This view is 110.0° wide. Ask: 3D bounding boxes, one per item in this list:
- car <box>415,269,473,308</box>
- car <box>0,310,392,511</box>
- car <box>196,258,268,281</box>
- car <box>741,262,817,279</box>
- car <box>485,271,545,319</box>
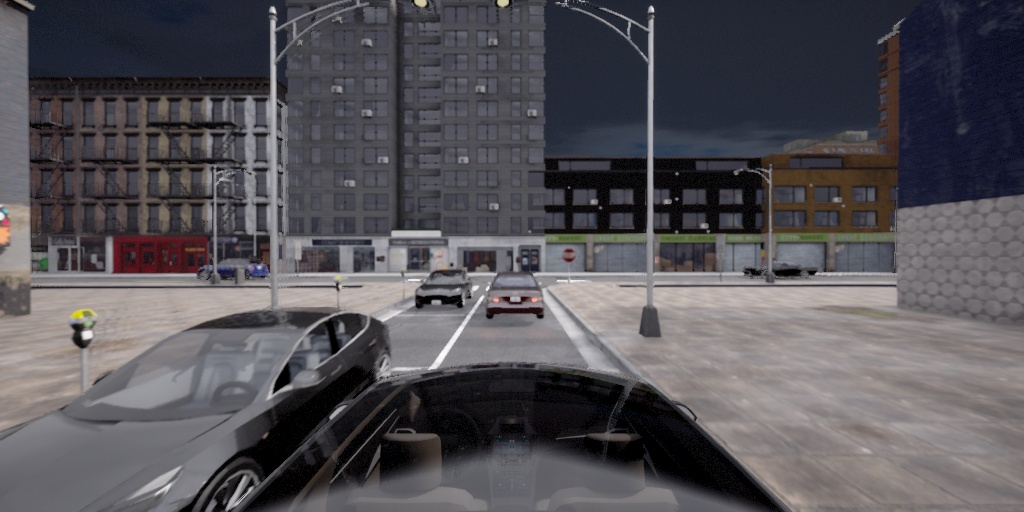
[{"bbox_3d":[-2.624,1.229,14.633,1.948,1.339,4.313,0,0,0],"label":"car"},{"bbox_3d":[-2.636,1.302,3.729,1.948,1.339,4.313,0,0,0],"label":"car"},{"bbox_3d":[-21.966,0.972,28.196,4.553,1.767,2.097,0,1,0],"label":"car"},{"bbox_3d":[20.878,1.122,28.142,4.718,1.301,1.895,0,1,0],"label":"car"},{"bbox_3d":[0.098,1.225,12.472,2.033,1.411,5.357,0,0,0],"label":"car"}]
